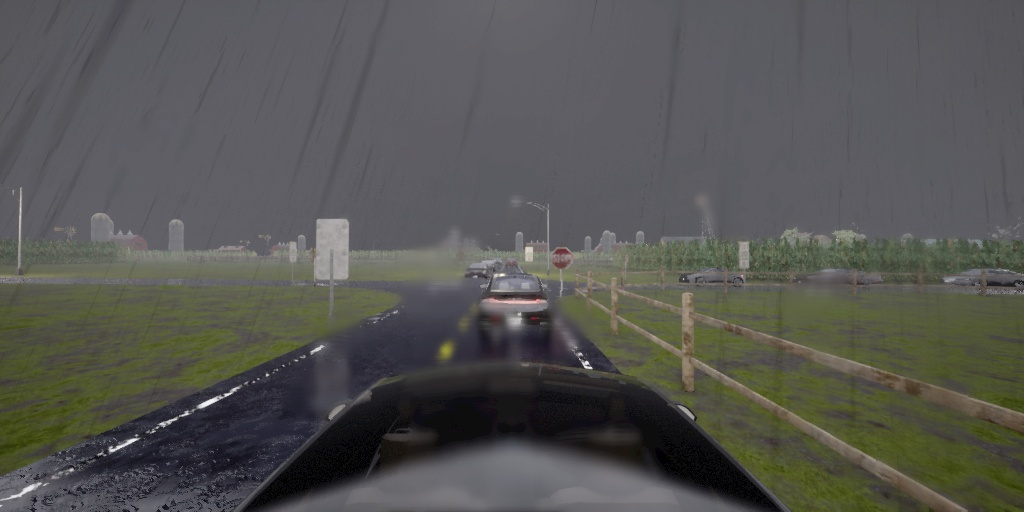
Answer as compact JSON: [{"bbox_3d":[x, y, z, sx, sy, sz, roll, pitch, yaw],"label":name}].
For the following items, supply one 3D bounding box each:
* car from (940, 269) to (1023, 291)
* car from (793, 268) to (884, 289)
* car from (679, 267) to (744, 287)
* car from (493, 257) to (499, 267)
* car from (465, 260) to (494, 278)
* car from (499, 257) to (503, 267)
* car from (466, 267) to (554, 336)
[{"bbox_3d":[34.338,1.682,26.162,4.902,1.511,2.128,1,-1,0],"label":"car"},{"bbox_3d":[23.786,1.609,26.182,5.357,1.411,2.033,1,-1,-1],"label":"car"},{"bbox_3d":[14.517,1.516,26.187,4.181,1.385,1.994,1,-1,0],"label":"car"},{"bbox_3d":[-2.957,1.212,44.542,1.882,1.535,5.008,0,0,0],"label":"car"},{"bbox_3d":[-2.927,1.292,31.508,2.033,1.411,5.357,0,0,0],"label":"car"},{"bbox_3d":[-2.970,1.286,56.910,1.994,1.385,4.181,0,0,0],"label":"car"},{"bbox_3d":[0.081,1.243,10.370,2.128,1.511,4.902,0,0,0],"label":"car"}]
